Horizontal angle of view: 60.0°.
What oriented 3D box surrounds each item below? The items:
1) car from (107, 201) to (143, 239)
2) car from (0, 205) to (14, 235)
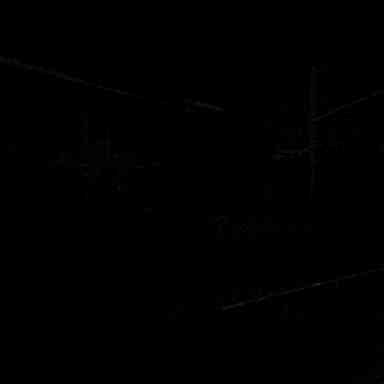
[{"bbox_3d":[-4.288,1.447,18.384,1.905,1.878,3.866,1,0,-36],"label":"car"},{"bbox_3d":[-11.417,1.524,18.647,2.242,1.667,4.611,1,0,-36],"label":"car"}]
